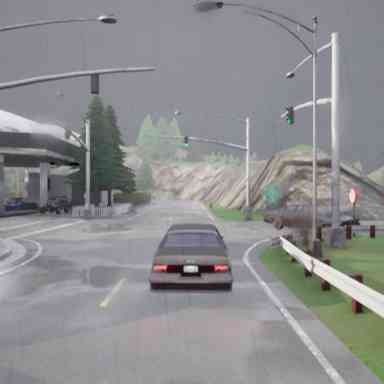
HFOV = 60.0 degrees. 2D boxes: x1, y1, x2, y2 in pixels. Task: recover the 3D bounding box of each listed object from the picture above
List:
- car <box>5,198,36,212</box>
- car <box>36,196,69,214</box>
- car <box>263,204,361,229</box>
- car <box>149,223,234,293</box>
[{"bbox_3d":[-20.293,1.492,39.781,2.242,1.667,4.611,0,0,-1],"label":"car"},{"bbox_3d":[-14.580,1.324,35.512,1.905,1.878,3.866,0,0,-1],"label":"car"},{"bbox_3d":[6.149,1.366,17.740,2.033,1.411,5.357,0,0,-29],"label":"car"},{"bbox_3d":[0.027,1.550,8.999,2.033,1.411,5.357,0,0,1],"label":"car"}]
